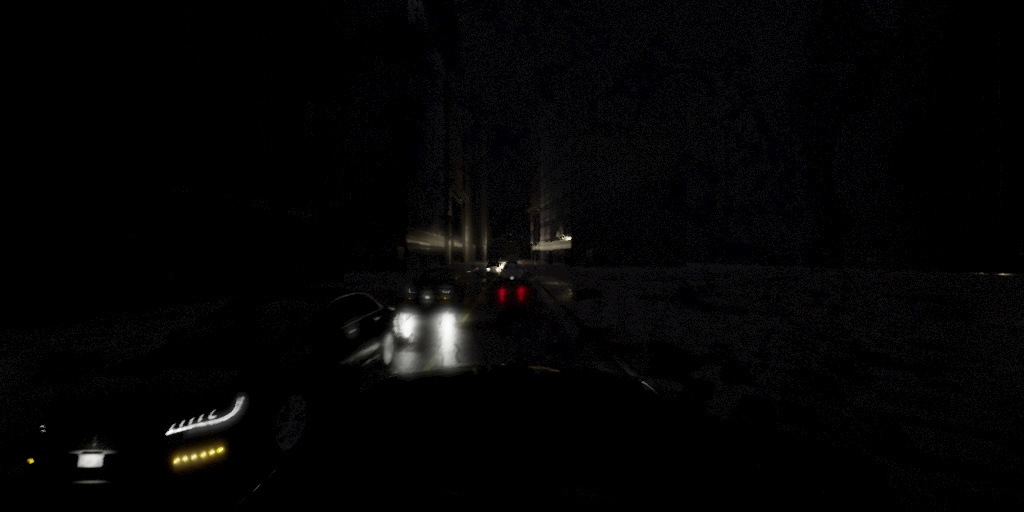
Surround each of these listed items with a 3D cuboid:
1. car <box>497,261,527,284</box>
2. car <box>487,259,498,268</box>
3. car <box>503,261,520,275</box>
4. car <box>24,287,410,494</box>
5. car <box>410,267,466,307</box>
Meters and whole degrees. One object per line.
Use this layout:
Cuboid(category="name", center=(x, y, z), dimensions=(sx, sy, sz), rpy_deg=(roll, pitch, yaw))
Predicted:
Cuboid(category="car", center=(0.015, 1.300, 27.178), dimensions=(1.812, 1.442, 4.674), rpy_deg=(0, 0, 0))
Cuboid(category="car", center=(-3.147, 1.237, 61.067), dimensions=(1.882, 1.535, 5.008), rpy_deg=(0, 0, 0))
Cuboid(category="car", center=(-0.013, 1.299, 41.448), dimensions=(1.812, 1.442, 4.674), rpy_deg=(0, 0, 0))
Cuboid(category="car", center=(-3.102, 1.263, 5.063), dimensions=(1.837, 1.490, 4.892), rpy_deg=(0, 0, 0))
Cuboid(category="car", center=(-3.112, 1.274, 15.611), dimensions=(1.837, 1.490, 4.892), rpy_deg=(0, 0, 0))
